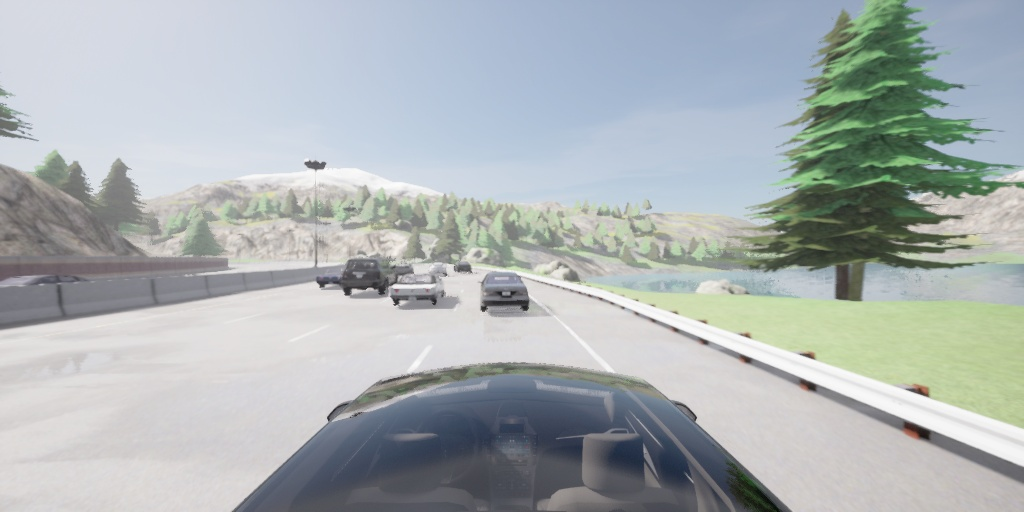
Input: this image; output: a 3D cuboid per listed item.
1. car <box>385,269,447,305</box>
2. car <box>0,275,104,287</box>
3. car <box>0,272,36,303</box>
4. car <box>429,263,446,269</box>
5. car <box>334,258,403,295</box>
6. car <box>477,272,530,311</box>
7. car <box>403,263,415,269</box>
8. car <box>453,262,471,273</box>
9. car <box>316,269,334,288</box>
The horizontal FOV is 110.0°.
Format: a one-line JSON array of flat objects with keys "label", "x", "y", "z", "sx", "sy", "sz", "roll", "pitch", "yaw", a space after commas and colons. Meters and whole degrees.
[{"label": "car", "x": -4.220, "y": 1.452, "z": 16.719, "sx": 1.895, "sy": 1.301, "sz": 4.718, "roll": 0, "pitch": 0, "yaw": -5}, {"label": "car", "x": -21.764, "y": 1.570, "z": 16.485, "sx": 2.033, "sy": 1.411, "sz": 5.357, "roll": 0, "pitch": 0, "yaw": -6}, {"label": "car", "x": -25.244, "y": 1.533, "z": 16.114, "sx": 1.812, "sy": 1.442, "sz": 4.674, "roll": 0, "pitch": 0, "yaw": -6}, {"label": "car", "x": -8.632, "y": 1.524, "z": 41.727, "sx": 1.812, "sy": 1.442, "sz": 4.674, "roll": 0, "pitch": 0, "yaw": -15}, {"label": "car", "x": -8.230, "y": 1.126, "z": 21.222, "sx": 2.150, "sy": 2.045, "sz": 5.566, "roll": 0, "pitch": 0, "yaw": -7}, {"label": "car", "x": -0.426, "y": 1.362, "z": 14.962, "sx": 2.033, "sy": 1.411, "sz": 5.357, "roll": 0, "pitch": 0, "yaw": -5}, {"label": "car", "x": -11.473, "y": 1.498, "z": 38.542, "sx": 2.128, "sy": 1.511, "sz": 4.902, "roll": 0, "pitch": 0, "yaw": -13}, {"label": "car", "x": -6.789, "y": 1.495, "z": 48.672, "sx": 1.882, "sy": 1.535, "sz": 5.008, "roll": 0, "pitch": 0, "yaw": -17}, {"label": "car", "x": -12.472, "y": 1.557, "z": 26.168, "sx": 1.895, "sy": 1.301, "sz": 4.718, "roll": 0, "pitch": 0, "yaw": -9}]
